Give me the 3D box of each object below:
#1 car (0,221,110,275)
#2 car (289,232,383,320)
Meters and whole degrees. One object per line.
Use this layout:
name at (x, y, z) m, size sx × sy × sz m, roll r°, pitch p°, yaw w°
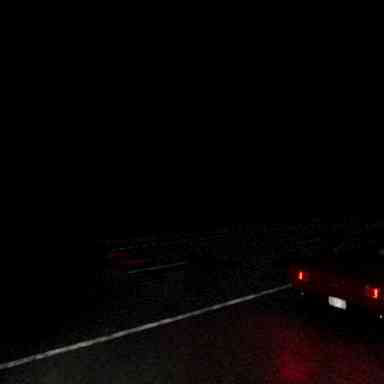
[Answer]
car at (-5.024, 1.539, 9.006) m, size 5.357 × 1.411 × 2.033 m, roll -1°, pitch 0°, yaw -35°
car at (4.190, 1.483, 6.733) m, size 4.718 × 1.301 × 1.895 m, roll -1°, pitch 1°, yaw -35°
